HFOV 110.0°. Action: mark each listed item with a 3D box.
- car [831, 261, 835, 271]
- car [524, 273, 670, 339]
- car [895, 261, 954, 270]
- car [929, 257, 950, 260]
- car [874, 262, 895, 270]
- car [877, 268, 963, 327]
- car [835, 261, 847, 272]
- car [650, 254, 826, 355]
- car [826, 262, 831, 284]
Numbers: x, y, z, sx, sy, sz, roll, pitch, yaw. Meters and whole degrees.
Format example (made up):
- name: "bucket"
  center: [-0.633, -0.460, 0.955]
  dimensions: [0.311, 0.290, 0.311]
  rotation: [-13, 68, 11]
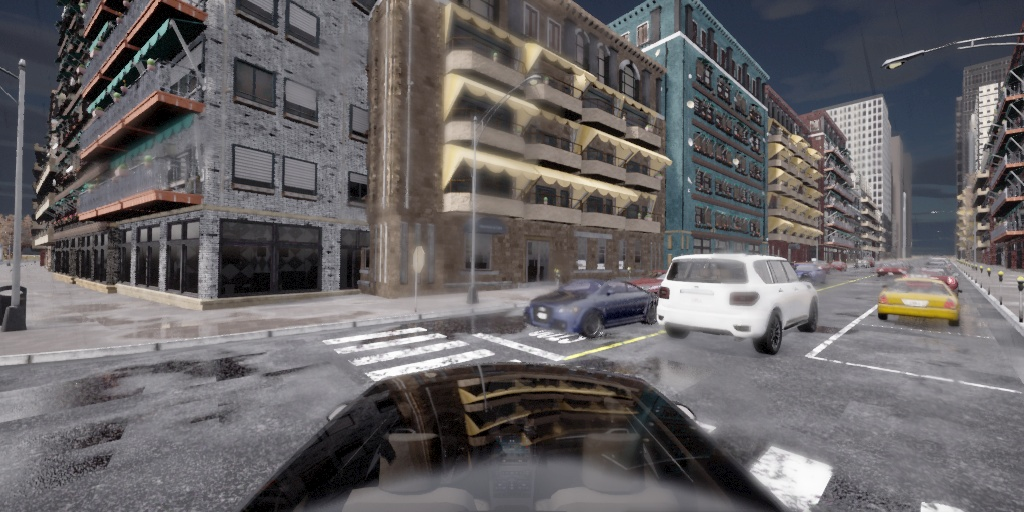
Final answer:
- name: "car"
  center: [33.101, 1.222, 38.981]
  dimensions: [4.097, 1.591, 1.967]
  rotation: [0, 0, -40]
- name: "car"
  center: [2.364, 1.328, 10.232]
  dimensions: [4.181, 1.385, 1.994]
  rotation: [0, 0, -37]
- name: "car"
  center: [21.414, 1.198, 18.424]
  dimensions: [4.097, 1.591, 1.967]
  rotation: [0, 0, -40]
- name: "car"
  center: [47.022, 1.198, 39.624]
  dimensions: [4.097, 1.591, 1.967]
  rotation: [0, 0, -40]
- name: "car"
  center: [36.416, 1.368, 34.224]
  dimensions: [4.718, 1.301, 1.895]
  rotation: [0, 0, -40]
- name: "car"
  center: [13.009, 1.279, 11.467]
  dimensions: [4.829, 1.417, 1.751]
  rotation: [0, 0, -40]
- name: "car"
  center: [41.637, 1.325, 46.047]
  dimensions: [4.507, 1.381, 1.888]
  rotation: [0, 0, -40]
- name: "car"
  center: [5.820, 0.978, 9.013]
  dimensions: [5.566, 2.045, 2.150]
  rotation: [0, 0, -40]
- name: "car"
  center: [20.512, 1.300, 25.172]
  dimensions: [4.674, 1.442, 1.812]
  rotation: [0, 0, -40]
